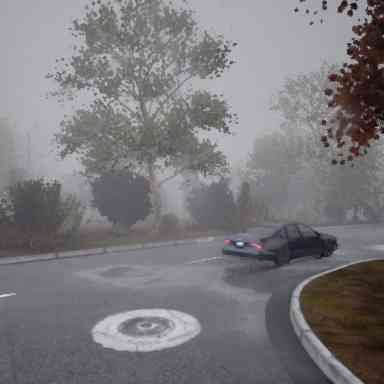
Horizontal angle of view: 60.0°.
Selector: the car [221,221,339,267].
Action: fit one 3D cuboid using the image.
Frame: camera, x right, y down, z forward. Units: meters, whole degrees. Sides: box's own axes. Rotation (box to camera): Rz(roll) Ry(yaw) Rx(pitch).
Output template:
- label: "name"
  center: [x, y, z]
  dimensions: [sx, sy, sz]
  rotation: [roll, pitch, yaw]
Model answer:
- label: "car"
  center: [3.442, 1.810, 12.443]
  dimensions: [5.357, 1.411, 2.033]
  rotation: [2, -3, -41]
